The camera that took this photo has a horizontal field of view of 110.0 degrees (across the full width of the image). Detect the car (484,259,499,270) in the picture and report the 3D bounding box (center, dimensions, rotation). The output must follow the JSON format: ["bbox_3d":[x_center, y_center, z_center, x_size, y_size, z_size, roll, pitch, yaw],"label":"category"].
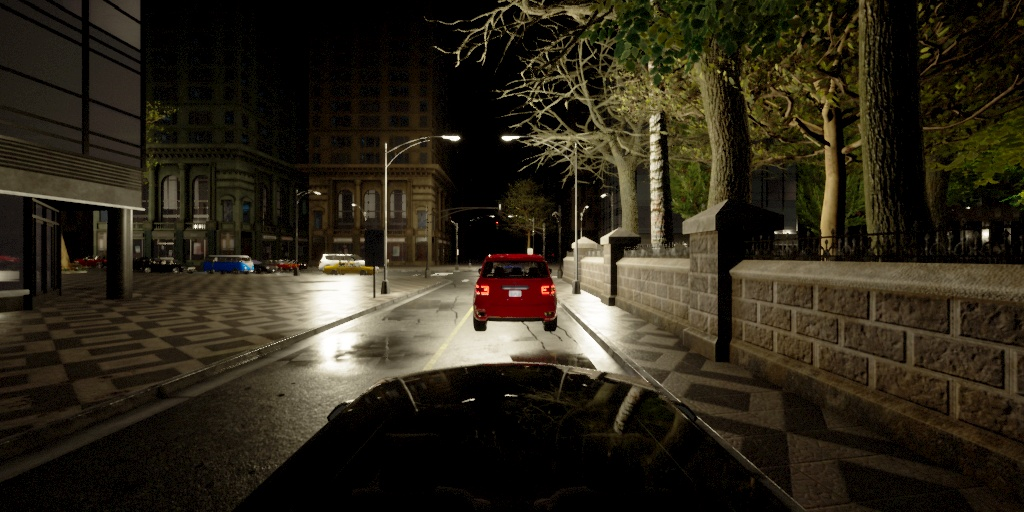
[{"bbox_3d":[-3.126,1.218,54.034,2.033,1.411,5.357,0,0,-4],"label":"car"}]

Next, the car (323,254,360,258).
[{"bbox_3d":[-16.376,0.828,36.027,5.566,2.045,2.150,1,0,1],"label":"car"}]

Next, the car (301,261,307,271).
[{"bbox_3d":[-26.317,1.062,41.945,4.313,1.339,1.948,0,0,0],"label":"car"}]

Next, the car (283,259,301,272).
[{"bbox_3d":[-26.291,1.098,39.281,4.718,1.301,1.895,1,0,0],"label":"car"}]

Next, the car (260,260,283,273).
[{"bbox_3d":[-26.610,1.041,36.087,5.357,1.411,2.033,1,0,1],"label":"car"}]

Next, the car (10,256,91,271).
[{"bbox_3d":[-43.044,0.797,33.514,4.829,1.417,1.751,0,0,0],"label":"car"}]

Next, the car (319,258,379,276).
[{"bbox_3d":[-14.945,1.144,33.354,4.829,1.417,1.751,0,0,0],"label":"car"}]

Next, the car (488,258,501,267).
[{"bbox_3d":[-3.069,1.151,64.068,2.033,1.411,5.357,0,0,0],"label":"car"}]

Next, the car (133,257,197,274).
[{"bbox_3d":[-31.974,0.978,33.451,4.403,1.370,2.007,0,0,0],"label":"car"}]

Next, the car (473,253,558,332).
[{"bbox_3d":[0.097,0.971,11.043,2.150,2.045,5.566,0,0,0],"label":"car"}]

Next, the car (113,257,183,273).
[{"bbox_3d":[-36.616,0.856,36.155,4.902,1.511,2.128,1,0,0],"label":"car"}]

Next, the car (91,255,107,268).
[{"bbox_3d":[-48.790,0.628,42.073,4.097,1.591,1.967,0,0,0],"label":"car"}]

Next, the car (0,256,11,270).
[{"bbox_3d":[-48.831,0.739,33.547,4.403,1.370,2.007,0,0,0],"label":"car"}]

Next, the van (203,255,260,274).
[{"bbox_3d":[-26.356,0.838,33.419,3.998,1.789,1.690,0,0,0],"label":"van"}]
